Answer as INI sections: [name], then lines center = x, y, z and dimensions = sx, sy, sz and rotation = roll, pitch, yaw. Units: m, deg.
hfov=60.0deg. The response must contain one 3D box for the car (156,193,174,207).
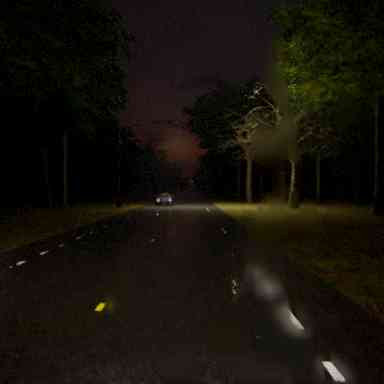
[car]
center = -3.595, 0.995, 44.144
dimensions = 2.097, 1.767, 4.553
rotation = 0, 1, 0
